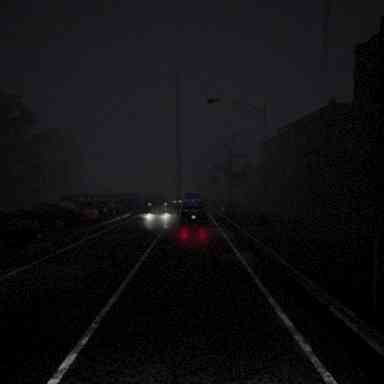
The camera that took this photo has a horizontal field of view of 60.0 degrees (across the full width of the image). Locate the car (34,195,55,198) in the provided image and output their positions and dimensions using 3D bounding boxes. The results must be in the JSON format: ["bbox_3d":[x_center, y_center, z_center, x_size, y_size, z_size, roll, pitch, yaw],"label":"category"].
[{"bbox_3d":[-21.986,1.335,50.105,4.892,1.521,2.231,0,0,0],"label":"car"}]

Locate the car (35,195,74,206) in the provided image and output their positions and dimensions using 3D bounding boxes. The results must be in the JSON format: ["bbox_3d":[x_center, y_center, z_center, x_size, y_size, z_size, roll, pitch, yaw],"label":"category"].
[{"bbox_3d":[-21.798,1.327,52.882,5.366,1.575,1.946,0,0,0],"label":"car"}]

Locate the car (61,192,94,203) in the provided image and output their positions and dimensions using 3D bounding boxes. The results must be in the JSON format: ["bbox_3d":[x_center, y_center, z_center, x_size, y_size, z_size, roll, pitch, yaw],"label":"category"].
[{"bbox_3d":[-22.024,1.061,63.984,5.566,2.045,2.435,0,0,0],"label":"car"}]

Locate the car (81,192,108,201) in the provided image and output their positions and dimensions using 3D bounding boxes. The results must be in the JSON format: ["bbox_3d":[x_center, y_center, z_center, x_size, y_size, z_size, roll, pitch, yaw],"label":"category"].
[{"bbox_3d":[-21.979,1.038,75.087,5.566,2.045,2.435,0,0,0],"label":"car"}]

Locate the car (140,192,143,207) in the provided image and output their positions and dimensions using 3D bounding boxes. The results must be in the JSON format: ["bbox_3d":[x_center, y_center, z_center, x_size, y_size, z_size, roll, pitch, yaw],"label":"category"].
[{"bbox_3d":[-8.924,1.220,42.080,4.553,1.767,2.185,0,0,0],"label":"car"}]

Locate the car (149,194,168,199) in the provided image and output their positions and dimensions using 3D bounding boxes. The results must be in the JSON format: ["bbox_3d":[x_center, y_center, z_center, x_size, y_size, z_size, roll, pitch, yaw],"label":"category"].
[{"bbox_3d":[-8.938,1.192,89.745,5.008,1.535,2.097,0,1,0],"label":"car"}]

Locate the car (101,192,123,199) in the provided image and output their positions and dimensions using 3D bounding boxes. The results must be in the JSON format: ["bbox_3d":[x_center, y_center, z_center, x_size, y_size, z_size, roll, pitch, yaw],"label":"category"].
[{"bbox_3d":[-21.996,0.922,91.745,5.566,2.045,2.435,0,1,0],"label":"car"}]

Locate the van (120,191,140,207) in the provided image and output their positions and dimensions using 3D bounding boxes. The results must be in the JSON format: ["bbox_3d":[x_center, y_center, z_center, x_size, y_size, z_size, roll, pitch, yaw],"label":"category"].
[{"bbox_3d":[-8.773,1.124,39.277,4.442,1.987,1.878,0,0,0],"label":"van"}]

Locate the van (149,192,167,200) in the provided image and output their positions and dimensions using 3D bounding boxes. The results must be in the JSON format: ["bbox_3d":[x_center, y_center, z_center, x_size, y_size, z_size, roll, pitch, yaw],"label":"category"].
[{"bbox_3d":[-8.823,0.991,86.936,4.442,1.987,1.878,0,1,0],"label":"van"}]

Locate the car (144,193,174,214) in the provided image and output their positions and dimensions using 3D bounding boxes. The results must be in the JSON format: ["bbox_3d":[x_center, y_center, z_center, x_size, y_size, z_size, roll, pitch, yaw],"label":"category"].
[{"bbox_3d":[-3.335,1.237,34.159,2.097,1.767,4.553,0,0,0],"label":"car"}]

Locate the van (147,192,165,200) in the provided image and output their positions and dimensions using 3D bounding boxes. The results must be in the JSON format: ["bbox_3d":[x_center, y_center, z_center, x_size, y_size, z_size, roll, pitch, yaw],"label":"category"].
[{"bbox_3d":[-9.054,1.013,84.135,4.442,1.987,1.878,0,0,0],"label":"van"}]

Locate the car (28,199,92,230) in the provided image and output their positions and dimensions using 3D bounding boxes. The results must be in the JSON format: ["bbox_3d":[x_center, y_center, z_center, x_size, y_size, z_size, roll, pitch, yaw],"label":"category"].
[{"bbox_3d":[-8.863,1.382,19.657,5.008,1.535,2.097,0,0,0],"label":"car"}]

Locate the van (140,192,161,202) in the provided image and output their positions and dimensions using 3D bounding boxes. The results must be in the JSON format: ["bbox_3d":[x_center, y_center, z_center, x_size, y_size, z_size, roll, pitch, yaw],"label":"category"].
[{"bbox_3d":[-9.042,1.071,72.914,4.442,1.987,1.878,0,0,0],"label":"van"}]

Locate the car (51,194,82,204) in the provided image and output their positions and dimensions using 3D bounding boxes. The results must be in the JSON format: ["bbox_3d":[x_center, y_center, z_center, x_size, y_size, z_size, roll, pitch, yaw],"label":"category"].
[{"bbox_3d":[-22.020,1.195,58.431,4.553,1.767,2.185,0,0,0],"label":"car"}]

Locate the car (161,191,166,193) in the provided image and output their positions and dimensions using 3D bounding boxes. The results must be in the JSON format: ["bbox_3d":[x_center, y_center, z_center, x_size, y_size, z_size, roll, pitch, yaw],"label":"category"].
[{"bbox_3d":[-8.894,1.050,70.113,5.566,2.045,2.435,0,0,0],"label":"car"}]

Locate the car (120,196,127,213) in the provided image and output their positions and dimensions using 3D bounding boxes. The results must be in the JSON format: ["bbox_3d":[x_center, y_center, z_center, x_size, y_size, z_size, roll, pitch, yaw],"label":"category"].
[{"bbox_3d":[-8.851,1.393,30.867,4.792,1.488,2.163,0,0,0],"label":"car"}]

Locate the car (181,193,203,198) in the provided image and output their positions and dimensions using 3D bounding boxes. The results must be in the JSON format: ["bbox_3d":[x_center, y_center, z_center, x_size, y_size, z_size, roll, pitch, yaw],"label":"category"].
[{"bbox_3d":[0.114,1.098,40.318,2.150,2.045,5.566,0,0,0],"label":"car"}]

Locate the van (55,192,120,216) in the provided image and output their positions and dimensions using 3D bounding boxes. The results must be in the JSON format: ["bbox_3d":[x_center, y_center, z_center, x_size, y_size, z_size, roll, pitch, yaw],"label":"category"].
[{"bbox_3d":[-8.761,1.142,28.064,4.442,1.987,1.878,0,0,0],"label":"van"}]

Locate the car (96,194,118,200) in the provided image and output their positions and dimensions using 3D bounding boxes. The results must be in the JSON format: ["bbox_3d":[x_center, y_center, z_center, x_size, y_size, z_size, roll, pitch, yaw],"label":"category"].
[{"bbox_3d":[-22.014,1.223,86.195,5.008,1.535,2.097,0,0,0],"label":"car"}]

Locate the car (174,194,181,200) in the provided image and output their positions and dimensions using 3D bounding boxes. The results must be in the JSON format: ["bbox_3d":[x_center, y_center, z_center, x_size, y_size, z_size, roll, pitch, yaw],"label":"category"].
[{"bbox_3d":[-3.227,1.171,76.245,2.033,1.411,5.357,0,0,0],"label":"car"}]

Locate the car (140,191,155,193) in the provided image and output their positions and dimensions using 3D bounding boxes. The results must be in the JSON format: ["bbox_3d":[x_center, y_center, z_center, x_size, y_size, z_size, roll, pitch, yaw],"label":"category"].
[{"bbox_3d":[-8.873,1.081,50.490,5.566,2.045,2.435,0,0,0],"label":"car"}]

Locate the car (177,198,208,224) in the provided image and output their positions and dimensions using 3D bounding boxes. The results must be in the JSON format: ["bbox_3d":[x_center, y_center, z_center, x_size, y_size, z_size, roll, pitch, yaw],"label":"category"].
[{"bbox_3d":[0.107,1.395,23.725,2.128,1.511,4.902,0,0,0],"label":"car"}]

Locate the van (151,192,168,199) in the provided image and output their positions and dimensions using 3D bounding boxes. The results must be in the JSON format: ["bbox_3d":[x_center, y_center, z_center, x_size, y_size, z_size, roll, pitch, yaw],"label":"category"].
[{"bbox_3d":[-9.063,0.940,92.546,4.442,1.987,1.878,0,1,0],"label":"van"}]

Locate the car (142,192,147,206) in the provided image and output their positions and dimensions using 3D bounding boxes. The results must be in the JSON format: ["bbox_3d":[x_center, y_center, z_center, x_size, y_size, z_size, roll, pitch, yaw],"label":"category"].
[{"bbox_3d":[-8.864,1.216,44.883,4.553,1.767,2.185,0,0,0],"label":"car"}]

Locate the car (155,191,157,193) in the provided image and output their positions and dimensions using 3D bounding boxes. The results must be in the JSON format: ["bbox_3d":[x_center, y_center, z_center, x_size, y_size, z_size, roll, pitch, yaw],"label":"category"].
[{"bbox_3d":[-8.876,1.077,53.293,5.566,2.045,2.435,0,0,0],"label":"car"}]

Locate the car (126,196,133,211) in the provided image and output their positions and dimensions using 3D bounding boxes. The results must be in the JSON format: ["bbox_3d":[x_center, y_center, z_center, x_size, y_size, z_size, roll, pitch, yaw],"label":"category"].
[{"bbox_3d":[-8.854,1.388,33.670,4.792,1.488,2.163,0,0,0],"label":"car"}]

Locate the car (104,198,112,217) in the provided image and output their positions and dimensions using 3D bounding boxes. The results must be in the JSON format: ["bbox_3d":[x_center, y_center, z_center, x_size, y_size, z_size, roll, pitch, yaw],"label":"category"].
[{"bbox_3d":[-8.904,1.402,25.260,4.792,1.488,2.163,0,0,0],"label":"car"}]

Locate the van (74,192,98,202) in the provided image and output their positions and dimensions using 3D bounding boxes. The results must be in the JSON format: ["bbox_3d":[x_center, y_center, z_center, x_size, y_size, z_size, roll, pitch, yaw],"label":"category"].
[{"bbox_3d":[-22.118,1.078,69.534,4.442,1.987,1.878,0,0,0],"label":"van"}]

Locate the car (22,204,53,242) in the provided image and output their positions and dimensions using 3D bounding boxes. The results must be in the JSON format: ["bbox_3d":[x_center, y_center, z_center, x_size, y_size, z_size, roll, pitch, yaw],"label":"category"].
[{"bbox_3d":[-8.834,1.430,14.050,4.792,1.488,2.163,0,0,0],"label":"car"}]

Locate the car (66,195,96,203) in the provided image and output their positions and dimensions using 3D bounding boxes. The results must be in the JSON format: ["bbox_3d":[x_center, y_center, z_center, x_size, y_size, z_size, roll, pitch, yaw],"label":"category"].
[{"bbox_3d":[-22.184,1.305,66.760,5.366,1.575,1.946,0,0,0],"label":"car"}]

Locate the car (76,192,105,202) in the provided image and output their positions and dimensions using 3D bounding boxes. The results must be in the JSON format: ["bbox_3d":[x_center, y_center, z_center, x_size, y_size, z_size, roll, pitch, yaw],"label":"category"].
[{"bbox_3d":[-22.033,1.048,72.311,5.566,2.045,2.435,0,0,0],"label":"car"}]

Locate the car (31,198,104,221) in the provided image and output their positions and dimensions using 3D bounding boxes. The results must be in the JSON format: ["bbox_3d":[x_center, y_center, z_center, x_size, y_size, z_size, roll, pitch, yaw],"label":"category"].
[{"bbox_3d":[-9.057,1.374,22.457,5.366,1.575,1.946,0,0,0],"label":"car"}]

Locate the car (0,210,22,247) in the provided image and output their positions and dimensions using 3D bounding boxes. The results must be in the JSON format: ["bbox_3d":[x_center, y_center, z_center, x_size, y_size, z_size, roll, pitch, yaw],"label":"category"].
[{"bbox_3d":[-8.855,1.412,11.252,4.892,1.521,2.231,0,0,0],"label":"car"}]

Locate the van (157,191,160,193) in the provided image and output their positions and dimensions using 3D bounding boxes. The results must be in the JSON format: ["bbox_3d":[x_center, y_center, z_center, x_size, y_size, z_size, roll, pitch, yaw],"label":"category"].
[{"bbox_3d":[-9.033,1.085,64.506,4.442,1.987,1.878,0,0,0],"label":"van"}]

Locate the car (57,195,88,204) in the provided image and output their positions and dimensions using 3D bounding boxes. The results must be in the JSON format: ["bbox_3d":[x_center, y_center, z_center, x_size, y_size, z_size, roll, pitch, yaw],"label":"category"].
[{"bbox_3d":[-21.964,1.346,61.209,4.792,1.488,2.163,0,0,0],"label":"car"}]

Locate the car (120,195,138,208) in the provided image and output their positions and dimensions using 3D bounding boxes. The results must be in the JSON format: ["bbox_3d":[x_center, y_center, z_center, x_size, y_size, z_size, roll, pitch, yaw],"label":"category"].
[{"bbox_3d":[-8.881,1.354,36.474,5.008,1.535,2.097,0,0,0],"label":"car"}]
